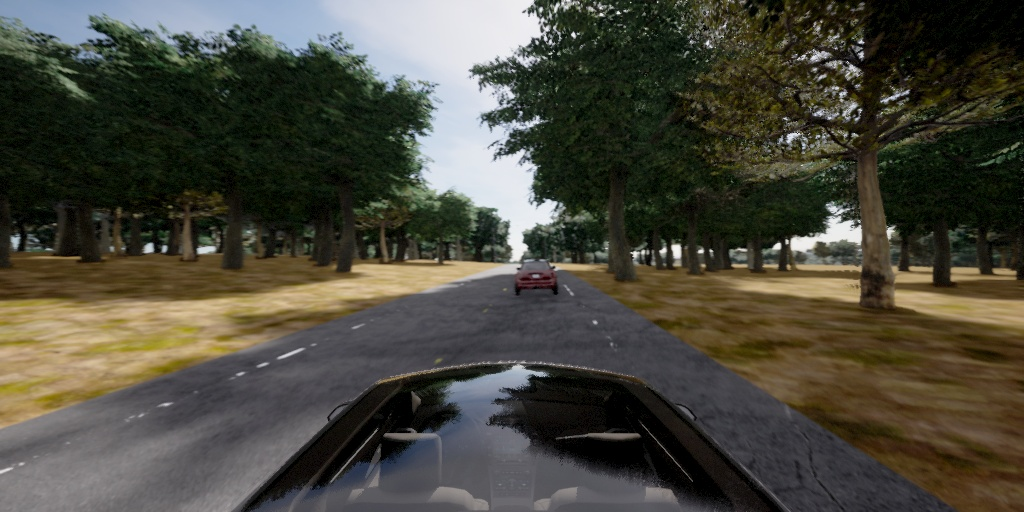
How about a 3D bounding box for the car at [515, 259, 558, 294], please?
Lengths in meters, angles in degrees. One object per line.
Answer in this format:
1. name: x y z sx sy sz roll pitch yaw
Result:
1. car: 1.289 0.955 19.128 2.097 1.767 4.553 -2 0 4
